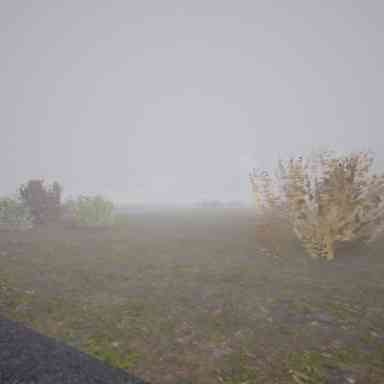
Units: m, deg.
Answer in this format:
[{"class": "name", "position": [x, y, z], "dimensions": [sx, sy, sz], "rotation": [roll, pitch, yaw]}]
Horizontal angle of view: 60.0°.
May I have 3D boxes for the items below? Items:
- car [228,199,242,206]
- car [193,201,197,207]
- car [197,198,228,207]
[{"class": "car", "position": [8.367, 2.155, 66.514], "dimensions": [1.994, 1.385, 4.181], "rotation": [-1, -1, 36]}, {"class": "car", "position": [2.133, 1.930, 63.853], "dimensions": [2.097, 1.767, 4.553], "rotation": [-1, -1, 36]}, {"class": "car", "position": [3.782, 2.049, 60.095], "dimensions": [2.033, 1.411, 5.357], "rotation": [-1, -1, 36]}]
